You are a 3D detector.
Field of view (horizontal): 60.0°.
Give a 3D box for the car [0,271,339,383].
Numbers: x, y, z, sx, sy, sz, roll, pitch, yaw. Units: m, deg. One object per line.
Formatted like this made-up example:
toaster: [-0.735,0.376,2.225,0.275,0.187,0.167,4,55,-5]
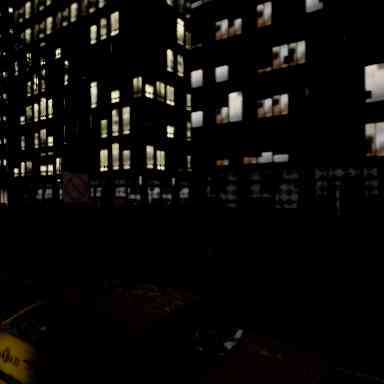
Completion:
car: [-1.008,1.552,3.587,4.829,1.417,1.752,-1,0,35]
